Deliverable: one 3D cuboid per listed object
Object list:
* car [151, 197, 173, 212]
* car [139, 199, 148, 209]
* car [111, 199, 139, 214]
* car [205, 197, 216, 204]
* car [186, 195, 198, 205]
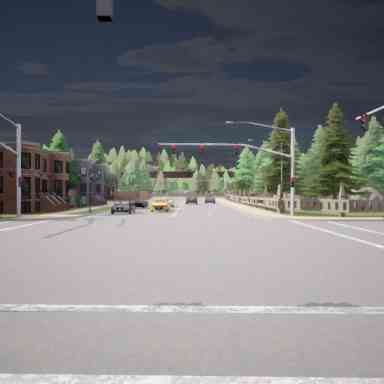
[{"bbox_3d":[-3.627,1.478,38.810,1.882,1.535,5.008,0,0,0],"label":"car"},{"bbox_3d":[-7.121,1.601,44.897,1.895,1.301,4.718,0,0,0],"label":"car"},{"bbox_3d":[-7.127,1.564,34.835,1.994,1.385,4.181,0,0,0],"label":"car"},{"bbox_3d":[3.545,1.564,65.183,1.994,1.385,4.181,0,0,0],"label":"car"},{"bbox_3d":[-0.052,1.352,60.203,2.097,1.767,4.553,0,0,0],"label":"car"}]
